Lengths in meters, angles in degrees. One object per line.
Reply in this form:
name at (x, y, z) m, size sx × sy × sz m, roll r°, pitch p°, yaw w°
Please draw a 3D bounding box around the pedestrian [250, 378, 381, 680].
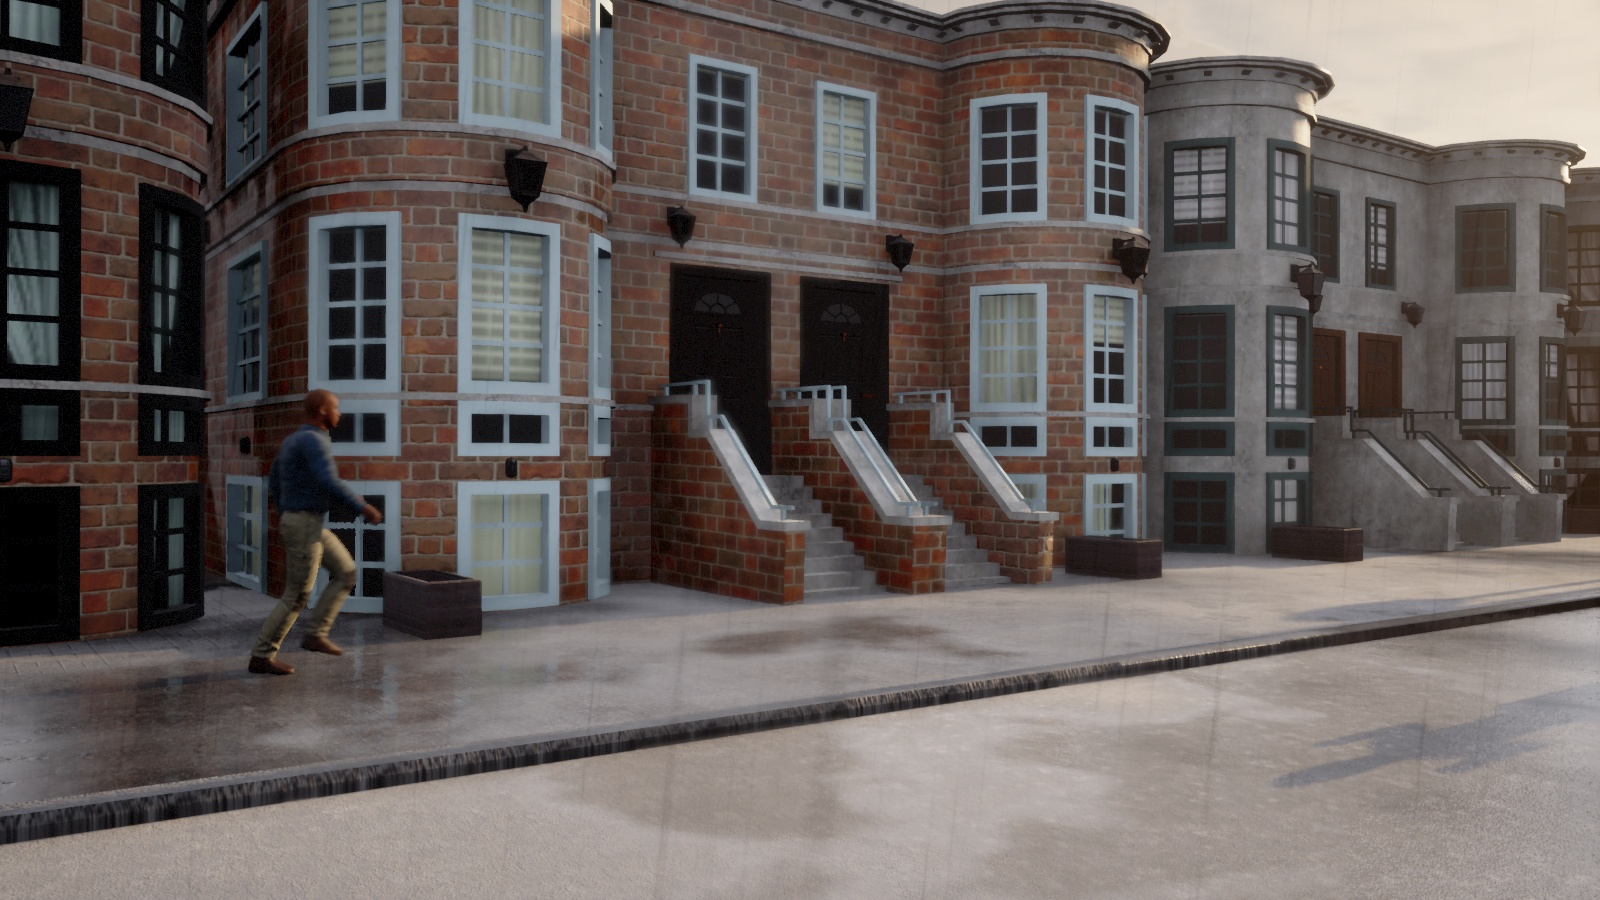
pedestrian at (-3.073, 0.480, 7.964) m, size 0.726 × 1.835 × 0.370 m, roll 0°, pitch 0°, yaw -30°
